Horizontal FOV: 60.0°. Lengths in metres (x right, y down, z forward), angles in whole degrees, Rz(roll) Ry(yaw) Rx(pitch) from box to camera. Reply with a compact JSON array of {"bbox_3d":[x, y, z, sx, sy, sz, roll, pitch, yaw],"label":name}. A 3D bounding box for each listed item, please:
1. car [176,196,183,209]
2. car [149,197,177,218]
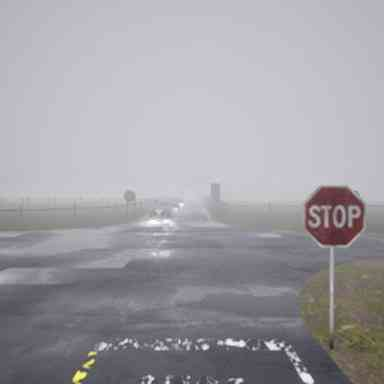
[{"bbox_3d":[-2.738,1.493,45.838,2.033,1.411,5.357,0,0,0],"label":"car"},{"bbox_3d":[-2.755,1.470,29.939,2.128,1.511,4.902,0,0,-1],"label":"car"}]
